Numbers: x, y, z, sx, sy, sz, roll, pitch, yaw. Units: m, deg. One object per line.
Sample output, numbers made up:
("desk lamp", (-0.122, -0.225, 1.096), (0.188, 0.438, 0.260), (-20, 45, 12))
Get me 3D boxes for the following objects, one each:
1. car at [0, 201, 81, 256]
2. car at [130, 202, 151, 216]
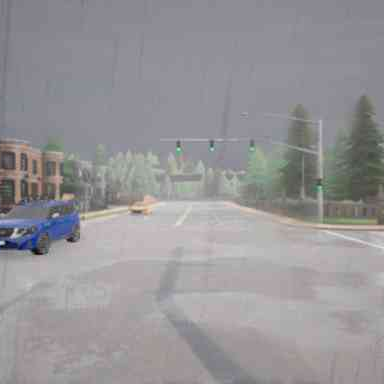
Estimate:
("car", (-6.640, 1.447, 14.431), (2.150, 2.045, 5.566), (0, 0, 1))
("car", (-6.078, 1.970, 39.771), (1.882, 1.535, 5.008), (0, 0, 1))
